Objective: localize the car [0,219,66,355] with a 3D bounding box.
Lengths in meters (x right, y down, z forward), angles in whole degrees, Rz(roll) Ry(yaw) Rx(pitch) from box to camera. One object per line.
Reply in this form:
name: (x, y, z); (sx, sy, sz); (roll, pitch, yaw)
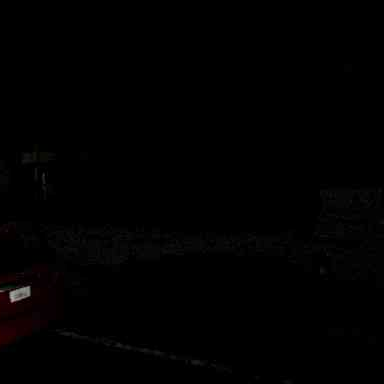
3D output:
car: (-4.210, 1.341, 5.007); (5.009, 1.841, 2.192); (-1, 1, 25)
